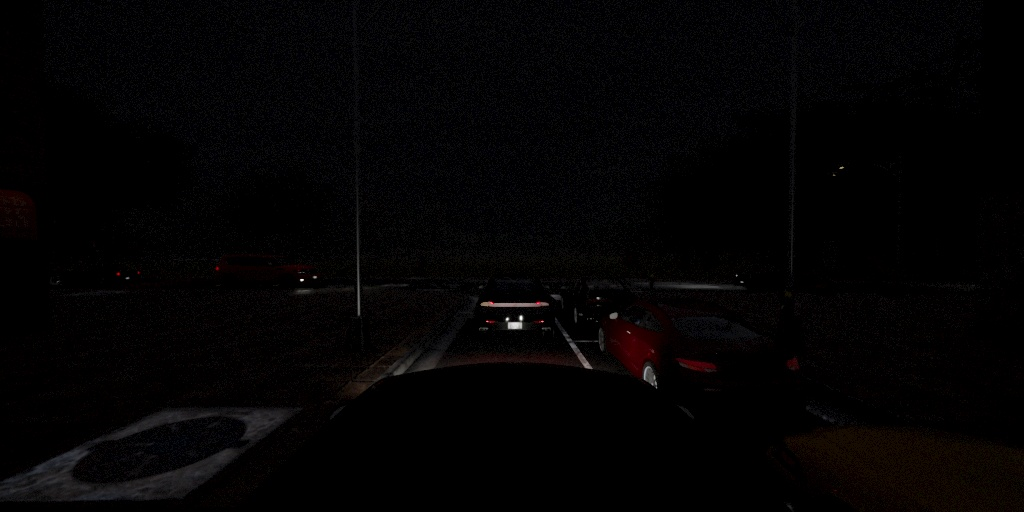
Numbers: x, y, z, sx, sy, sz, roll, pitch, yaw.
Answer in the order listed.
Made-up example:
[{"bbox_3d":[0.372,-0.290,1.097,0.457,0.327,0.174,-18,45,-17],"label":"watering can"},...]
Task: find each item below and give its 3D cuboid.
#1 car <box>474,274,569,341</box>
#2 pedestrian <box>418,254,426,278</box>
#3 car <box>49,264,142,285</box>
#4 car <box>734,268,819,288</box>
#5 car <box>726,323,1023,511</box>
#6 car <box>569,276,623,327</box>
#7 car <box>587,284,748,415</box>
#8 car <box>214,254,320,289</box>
[{"bbox_3d":[0.057,1.238,9.906,2.128,1.511,4.902,0,0,0],"label":"car"},{"bbox_3d":[-6.946,0.752,27.548,0.375,1.860,0.375,0,1,0],"label":"pedestrian"},{"bbox_3d":[-28.596,1.230,24.589,4.718,1.301,1.895,0,1,0],"label":"car"},{"bbox_3d":[18.085,1.495,24.730,4.718,1.301,1.895,1,1,0],"label":"car"},{"bbox_3d":[2.641,1.276,0.498,1.751,1.417,4.829,0,0,0],"label":"car"},{"bbox_3d":[2.613,1.296,11.393,2.007,1.370,4.403,0,0,0],"label":"car"},{"bbox_3d":[2.627,1.330,5.861,1.802,1.307,4.207,0,0,0],"label":"car"},{"bbox_3d":[-14.699,0.921,21.667,5.566,2.045,2.150,0,1,0],"label":"car"}]
